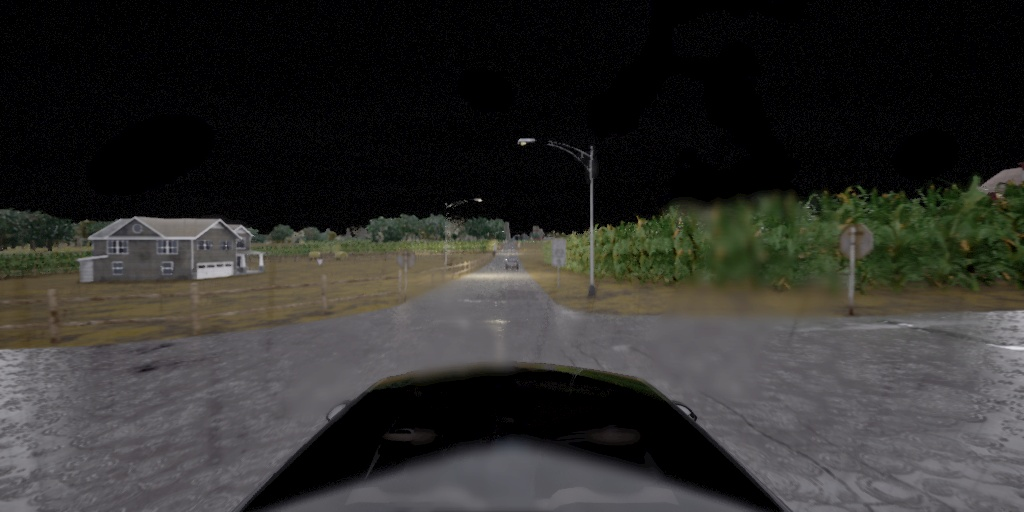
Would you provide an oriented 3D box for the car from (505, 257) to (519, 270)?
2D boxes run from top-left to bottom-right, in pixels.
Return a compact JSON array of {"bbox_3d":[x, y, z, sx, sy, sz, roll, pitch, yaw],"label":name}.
[{"bbox_3d":[0.011,1.111,51.349,2.128,1.511,4.902,0,1,0],"label":"car"}]
